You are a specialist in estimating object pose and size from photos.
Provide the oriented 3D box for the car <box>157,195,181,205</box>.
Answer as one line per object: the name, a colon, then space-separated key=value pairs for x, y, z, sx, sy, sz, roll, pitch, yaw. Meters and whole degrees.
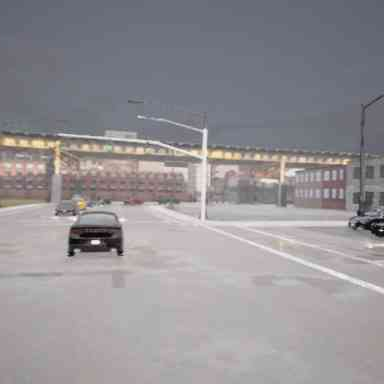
car: x=-5.190 y=1.801 z=73.827 sx=5.566 sy=2.045 sz=2.150 roll=2 pitch=-1 yaw=-38

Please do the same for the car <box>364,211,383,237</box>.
car: x=12.391 y=1.960 z=18.784 sx=4.181 sy=1.385 sz=1.994 roll=1 pitch=0 yaw=-13

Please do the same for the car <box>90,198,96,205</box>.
car: x=-16.640 y=1.414 z=51.528 sx=2.097 sy=1.767 sz=4.553 roll=2 pitch=-1 yaw=-11

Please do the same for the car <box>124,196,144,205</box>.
car: x=-11.487 y=1.686 z=65.941 sx=2.097 sy=1.767 sz=4.553 roll=1 pitch=-1 yaw=26

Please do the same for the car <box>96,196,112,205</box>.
car: x=-16.622 y=1.510 z=61.660 sx=2.097 sy=1.767 sz=4.553 roll=1 pitch=-1 yaw=9

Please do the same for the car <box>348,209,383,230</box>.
car: x=13.006 y=1.924 z=22.504 sx=4.902 sy=1.511 sz=2.128 roll=1 pitch=0 yaw=-12

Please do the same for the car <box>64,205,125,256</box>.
car: x=-3.719 y=1.489 z=13.258 sx=1.882 sy=1.535 sz=5.008 roll=2 pitch=0 yaw=-14

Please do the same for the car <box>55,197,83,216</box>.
car: x=-12.208 y=1.509 z=32.778 sx=1.837 sy=1.490 sz=4.892 roll=2 pitch=-1 yaw=-13

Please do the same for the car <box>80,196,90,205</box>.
car: x=-14.347 y=1.509 z=41.739 sx=1.882 sy=1.535 sz=5.008 roll=2 pitch=-1 yaw=-13
